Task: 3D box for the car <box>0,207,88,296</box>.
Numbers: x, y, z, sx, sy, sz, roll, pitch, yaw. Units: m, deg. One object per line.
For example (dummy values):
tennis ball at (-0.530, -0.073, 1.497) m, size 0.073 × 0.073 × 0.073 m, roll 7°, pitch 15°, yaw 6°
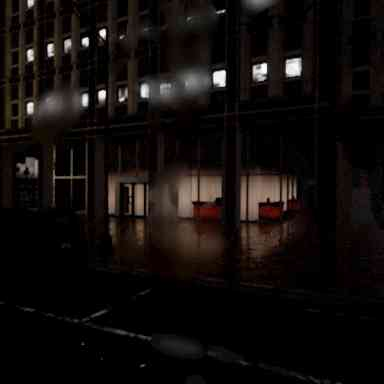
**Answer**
car at (-4.977, 1.306, 8.615) m, size 5.009 × 1.841 × 2.192 m, roll 0°, pitch 1°, yaw 27°
